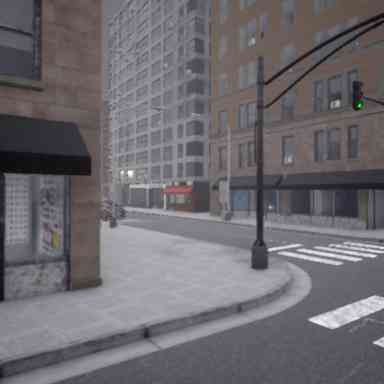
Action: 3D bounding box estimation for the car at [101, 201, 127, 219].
[{"bbox_3d":[-7.396,1.548,29.170,1.837,1.490,4.892,0,0,-36],"label":"car"}]
